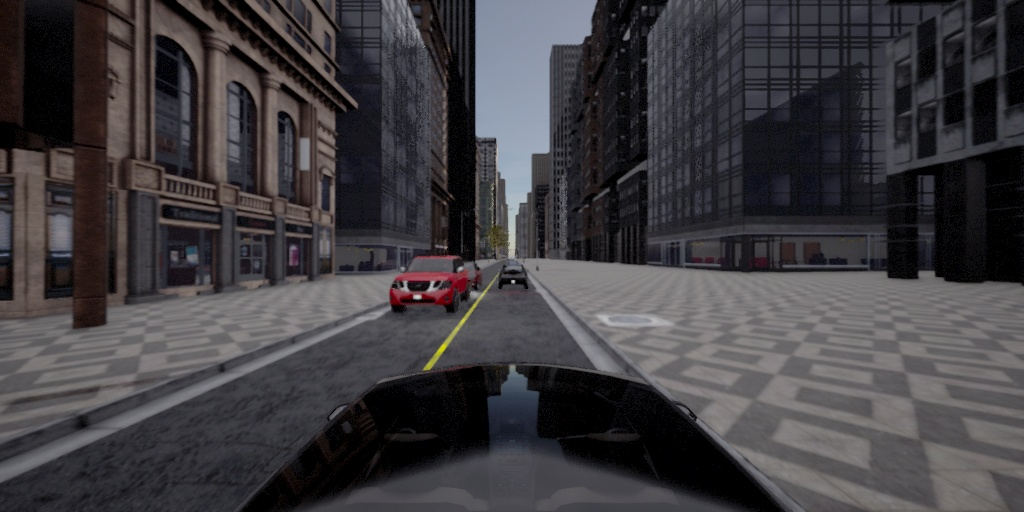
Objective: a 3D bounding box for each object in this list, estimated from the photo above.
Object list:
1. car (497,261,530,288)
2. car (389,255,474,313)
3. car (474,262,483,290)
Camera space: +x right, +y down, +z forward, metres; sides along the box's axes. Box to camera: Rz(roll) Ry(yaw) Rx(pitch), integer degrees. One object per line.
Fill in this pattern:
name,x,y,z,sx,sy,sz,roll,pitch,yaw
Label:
car,0.083,1.253,23.504,1.837,1.490,4.892,0,0,0
car,-3.022,0.973,14.306,2.150,2.045,5.566,0,0,0
car,-2.999,1.099,22.391,2.097,1.767,4.553,0,0,0
